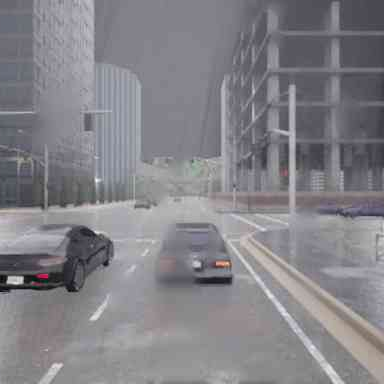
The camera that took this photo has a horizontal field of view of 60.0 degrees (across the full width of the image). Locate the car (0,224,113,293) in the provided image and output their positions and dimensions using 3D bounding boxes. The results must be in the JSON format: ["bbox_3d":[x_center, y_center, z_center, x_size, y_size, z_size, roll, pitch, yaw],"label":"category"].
[{"bbox_3d":[-3.451,1.568,8.833,1.812,1.442,4.674,0,0,0],"label":"car"}]

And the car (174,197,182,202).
[{"bbox_3d":[-3.697,1.948,85.954,2.033,1.411,5.357,0,0,0],"label":"car"}]

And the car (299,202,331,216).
[{"bbox_3d":[12.967,1.667,33.447,4.181,1.385,1.994,0,0,0],"label":"car"}]

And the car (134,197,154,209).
[{"bbox_3d":[-7.209,1.797,48.907,1.994,1.385,4.181,0,0,0],"label":"car"}]

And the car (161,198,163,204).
[{"bbox_3d":[-7.165,1.675,68.049,2.097,1.767,4.553,0,0,0],"label":"car"}]

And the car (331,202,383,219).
[{"bbox_3d":[15.836,1.634,29.964,5.357,1.411,2.033,0,0,0],"label":"car"}]

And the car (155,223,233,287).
[{"bbox_3d":[0.054,1.593,9.547,2.033,1.411,5.357,0,0,0],"label":"car"}]

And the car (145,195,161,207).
[{"bbox_3d":[-7.210,1.498,58.227,2.150,2.045,5.566,0,0,0],"label":"car"}]
